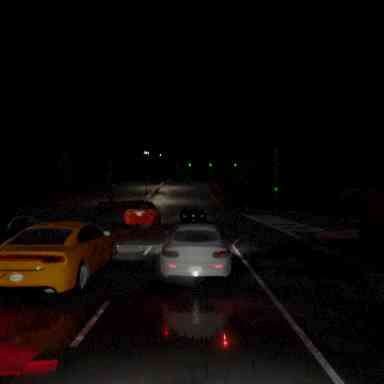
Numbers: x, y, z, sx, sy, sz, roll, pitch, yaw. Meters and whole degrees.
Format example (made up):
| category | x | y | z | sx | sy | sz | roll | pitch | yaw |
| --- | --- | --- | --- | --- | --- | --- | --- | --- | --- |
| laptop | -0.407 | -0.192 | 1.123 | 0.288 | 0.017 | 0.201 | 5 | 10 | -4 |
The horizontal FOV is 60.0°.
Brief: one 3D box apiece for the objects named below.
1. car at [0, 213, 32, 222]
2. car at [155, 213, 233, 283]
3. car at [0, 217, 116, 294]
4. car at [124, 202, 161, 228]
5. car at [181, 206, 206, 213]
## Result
| category | x | y | z | sx | sy | sz | roll | pitch | yaw |
| --- | --- | --- | --- | --- | --- | --- | --- | --- | --- |
| car | -6.902 | 1.554 | 12.623 | 2.128 | 1.511 | 4.902 | 0 | 0 | 0 |
| car | 0.145 | 1.574 | 9.689 | 1.812 | 1.442 | 4.674 | 0 | 0 | 2 |
| car | -3.402 | 1.522 | 8.945 | 1.882 | 1.535 | 5.008 | 0 | 0 | 0 |
| car | -3.403 | 1.468 | 23.592 | 2.097 | 1.767 | 4.553 | 0 | 0 | 0 |
| car | 0.097 | 1.726 | 25.508 | 1.895 | 1.301 | 4.718 | 0 | 0 | 0 |
